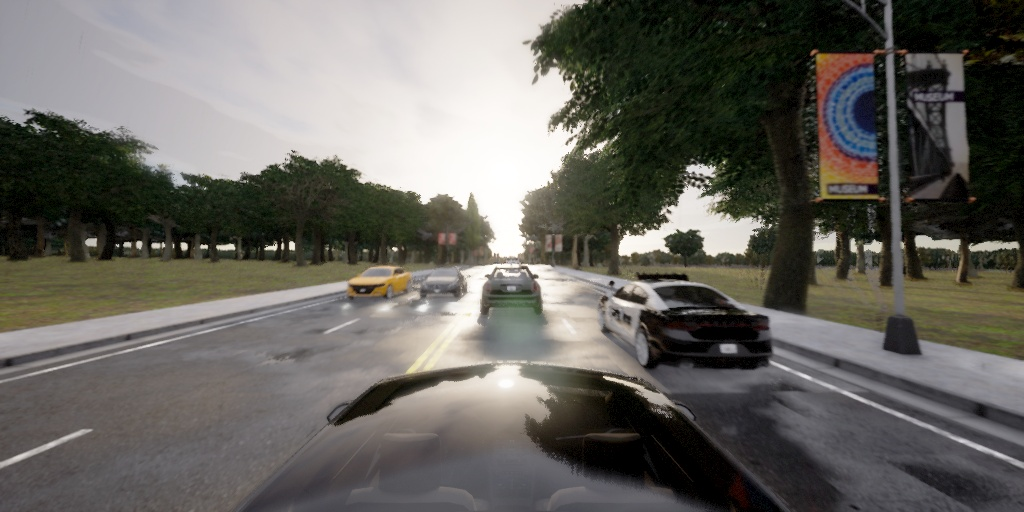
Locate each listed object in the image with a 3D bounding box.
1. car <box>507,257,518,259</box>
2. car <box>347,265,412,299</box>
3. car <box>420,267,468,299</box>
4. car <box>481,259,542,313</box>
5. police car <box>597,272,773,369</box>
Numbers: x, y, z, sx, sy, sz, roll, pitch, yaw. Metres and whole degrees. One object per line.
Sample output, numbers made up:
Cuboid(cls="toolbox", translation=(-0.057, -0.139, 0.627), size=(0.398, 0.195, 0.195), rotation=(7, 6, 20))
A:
Cuboid(cls="car", translation=(0.088, 1.136, 52.584), size=(2.150, 2.045, 5.566), rotation=(0, 0, 0))
Cuboid(cls="car", translation=(-6.594, 1.251, 18.340), size=(1.882, 1.535, 5.008), rotation=(0, 0, 0))
Cuboid(cls="car", translation=(-3.343, 1.300, 18.348), size=(1.812, 1.442, 4.674), rotation=(0, 0, 0))
Cuboid(cls="car", translation=(-0.016, 1.119, 14.133), size=(2.097, 1.767, 4.553), rotation=(0, 0, 0))
Cuboid(cls="police car", translation=(3.248, 1.184, 7.964), size=(1.930, 1.638, 5.238), rotation=(0, 0, 0))
